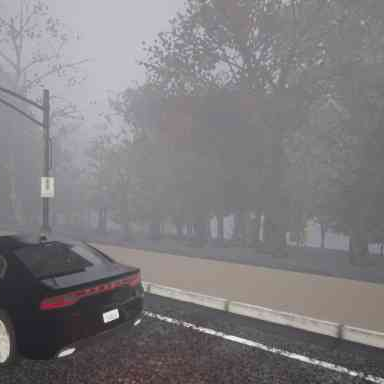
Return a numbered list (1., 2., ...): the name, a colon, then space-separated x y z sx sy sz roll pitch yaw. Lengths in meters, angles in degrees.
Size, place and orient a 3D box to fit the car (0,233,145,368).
1. car: -3.051 1.477 5.855 5.008 1.535 1.882 0 0 37
